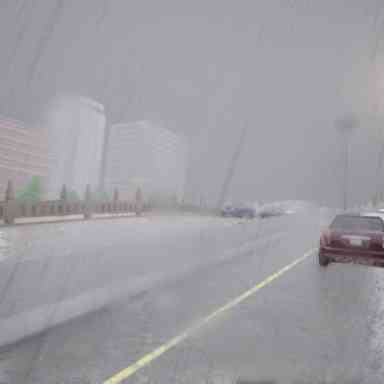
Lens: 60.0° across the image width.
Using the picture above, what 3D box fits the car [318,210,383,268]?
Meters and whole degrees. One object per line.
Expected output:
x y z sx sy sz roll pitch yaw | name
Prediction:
5.698 1.431 11.122 2.097 1.767 4.553 1 0 32 | car

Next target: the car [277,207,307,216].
9.920 2.106 31.532 1.812 1.442 4.674 1 -3 32 | car

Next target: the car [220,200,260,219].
5.206 1.909 37.184 2.150 2.045 5.566 1 -4 32 | car

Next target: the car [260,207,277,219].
9.144 2.410 36.874 2.033 1.411 5.357 1 -5 32 | car
